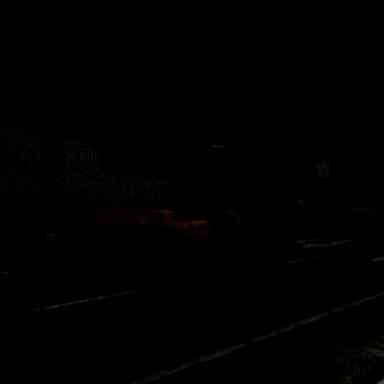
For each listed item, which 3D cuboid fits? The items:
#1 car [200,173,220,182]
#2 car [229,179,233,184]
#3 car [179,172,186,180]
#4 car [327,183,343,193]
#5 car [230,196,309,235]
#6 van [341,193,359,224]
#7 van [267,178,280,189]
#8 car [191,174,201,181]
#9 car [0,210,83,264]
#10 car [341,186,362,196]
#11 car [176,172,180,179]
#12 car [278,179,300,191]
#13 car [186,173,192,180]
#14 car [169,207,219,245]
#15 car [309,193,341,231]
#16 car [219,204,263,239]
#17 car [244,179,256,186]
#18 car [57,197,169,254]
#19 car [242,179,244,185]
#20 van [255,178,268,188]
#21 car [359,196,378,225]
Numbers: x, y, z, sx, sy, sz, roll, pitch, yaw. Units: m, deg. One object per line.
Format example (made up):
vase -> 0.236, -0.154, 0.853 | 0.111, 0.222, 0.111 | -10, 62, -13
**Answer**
car -> 4.944, -3.238, 82.258 | 1.946, 1.575, 5.366 | 7, 3, 34
car -> 10.063, -2.379, 74.757 | 2.002, 1.452, 4.674 | 7, 3, 35
car -> -0.443, -4.147, 89.445 | 2.185, 1.767, 4.553 | 4, 1, 33
car -> 23.943, -0.488, 55.047 | 2.435, 2.045, 5.566 | 7, 3, 35
car -> 3.342, 1.245, 18.925 | 5.566, 2.045, 2.435 | -1, -1, 35
van -> 8.389, 1.272, 22.308 | 4.442, 1.987, 1.878 | -1, -1, 35
van -> 16.956, -1.553, 64.783 | 1.878, 1.987, 4.442 | 7, 4, 35
car -> 3.089, -3.761, 84.514 | 2.435, 2.045, 5.566 | 7, 4, 34
car -> -6.445, 1.521, 11.952 | 4.792, 1.488, 2.163 | -1, 0, 34
car -> 25.639, 0.074, 52.578 | 2.002, 1.452, 4.674 | 7, 3, 35
car -> -2.219, -4.424, 91.789 | 2.435, 2.045, 5.566 | 1, -1, 34
car -> 18.721, -1.054, 62.424 | 2.231, 1.521, 4.892 | 7, 3, 35
car -> 1.291, -3.913, 86.978 | 2.185, 1.767, 4.553 | 6, 3, 34
car -> -1.686, 1.493, 15.532 | 5.366, 1.575, 1.946 | -1, -1, 34
car -> 5.853, 1.246, 20.634 | 5.566, 2.045, 2.435 | -1, -1, 35
car -> 0.918, 1.535, 17.164 | 4.674, 1.452, 2.002 | -1, -1, 35
car -> 13.644, -1.874, 69.980 | 1.946, 1.575, 5.366 | 7, 3, 35
car -> -4.003, 1.241, 13.701 | 5.566, 2.045, 2.435 | -1, -1, 34
car -> 11.809, -2.106, 72.298 | 2.002, 1.452, 4.674 | 7, 4, 35
van -> 15.223, -1.826, 67.252 | 1.878, 1.987, 4.442 | 7, 4, 35
car -> 10.795, 1.375, 24.062 | 4.553, 1.767, 2.185 | -1, -1, 35
